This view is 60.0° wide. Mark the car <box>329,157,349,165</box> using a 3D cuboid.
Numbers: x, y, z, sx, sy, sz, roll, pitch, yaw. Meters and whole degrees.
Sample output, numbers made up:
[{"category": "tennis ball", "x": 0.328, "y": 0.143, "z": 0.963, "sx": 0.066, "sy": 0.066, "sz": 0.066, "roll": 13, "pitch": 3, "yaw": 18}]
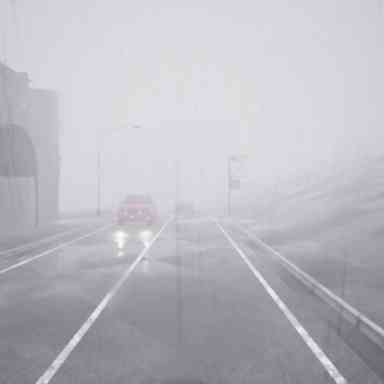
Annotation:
[{"category": "car", "x": 21.869, "y": -4.176, "z": 47.026, "sx": 2.231, "sy": 1.521, "sz": 4.892, "roll": 0, "pitch": 1, "yaw": -1}]

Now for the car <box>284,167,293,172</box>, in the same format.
[{"category": "car", "x": 21.386, "y": -4.510, "z": 68.972, "sx": 2.002, "sy": 1.452, "sz": 4.674, "roll": 0, "pitch": 1, "yaw": -1}]

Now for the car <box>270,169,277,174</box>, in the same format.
[{"category": "car", "x": 21.145, "y": -4.852, "z": 80.163, "sx": 2.185, "sy": 1.767, "sz": 4.553, "roll": 0, "pitch": 1, "yaw": -1}]

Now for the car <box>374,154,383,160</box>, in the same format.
[{"category": "car", "x": 22.452, "y": -3.928, "z": 35.948, "sx": 2.097, "sy": 1.535, "sz": 5.008, "roll": 0, "pitch": 1, "yaw": -4}]

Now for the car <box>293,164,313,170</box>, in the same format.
[{"category": "car", "x": 21.505, "y": -4.586, "z": 63.478, "sx": 2.185, "sy": 1.767, "sz": 4.553, "roll": 0, "pitch": 1, "yaw": -1}]

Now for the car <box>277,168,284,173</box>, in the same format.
[{"category": "car", "x": 21.264, "y": -4.767, "z": 74.644, "sx": 2.185, "sy": 1.767, "sz": 4.553, "roll": 0, "pitch": 1, "yaw": -1}]

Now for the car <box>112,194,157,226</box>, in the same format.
[{"category": "car", "x": -3.630, "y": 1.157, "z": 22.838, "sx": 2.150, "sy": 2.045, "sz": 5.566, "roll": 0, "pitch": 0, "yaw": -1}]

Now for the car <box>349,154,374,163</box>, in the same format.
[{"category": "car", "x": 22.101, "y": -4.015, "z": 41.484, "sx": 2.002, "sy": 1.452, "sz": 4.674, "roll": 0, "pitch": 1, "yaw": -2}]

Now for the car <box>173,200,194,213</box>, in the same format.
[{"category": "car", "x": -0.975, "y": 1.575, "z": 37.434, "sx": 1.812, "sy": 1.442, "sz": 4.674, "roll": 0, "pitch": -1, "yaw": -10}]

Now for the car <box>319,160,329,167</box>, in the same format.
[{"category": "car", "x": 21.741, "y": -4.280, "z": 52.543, "sx": 2.231, "sy": 1.521, "sz": 4.892, "roll": 0, "pitch": 1, "yaw": -1}]

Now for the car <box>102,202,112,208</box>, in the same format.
[{"category": "car", "x": -15.168, "y": 2.440, "z": 62.201, "sx": 1.895, "sy": 1.301, "sz": 4.718, "roll": -1, "pitch": -2, "yaw": -35}]

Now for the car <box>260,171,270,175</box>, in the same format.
[{"category": "car", "x": 20.906, "y": -4.885, "z": 91.177, "sx": 2.231, "sy": 1.521, "sz": 4.892, "roll": 0, "pitch": 1, "yaw": -1}]
